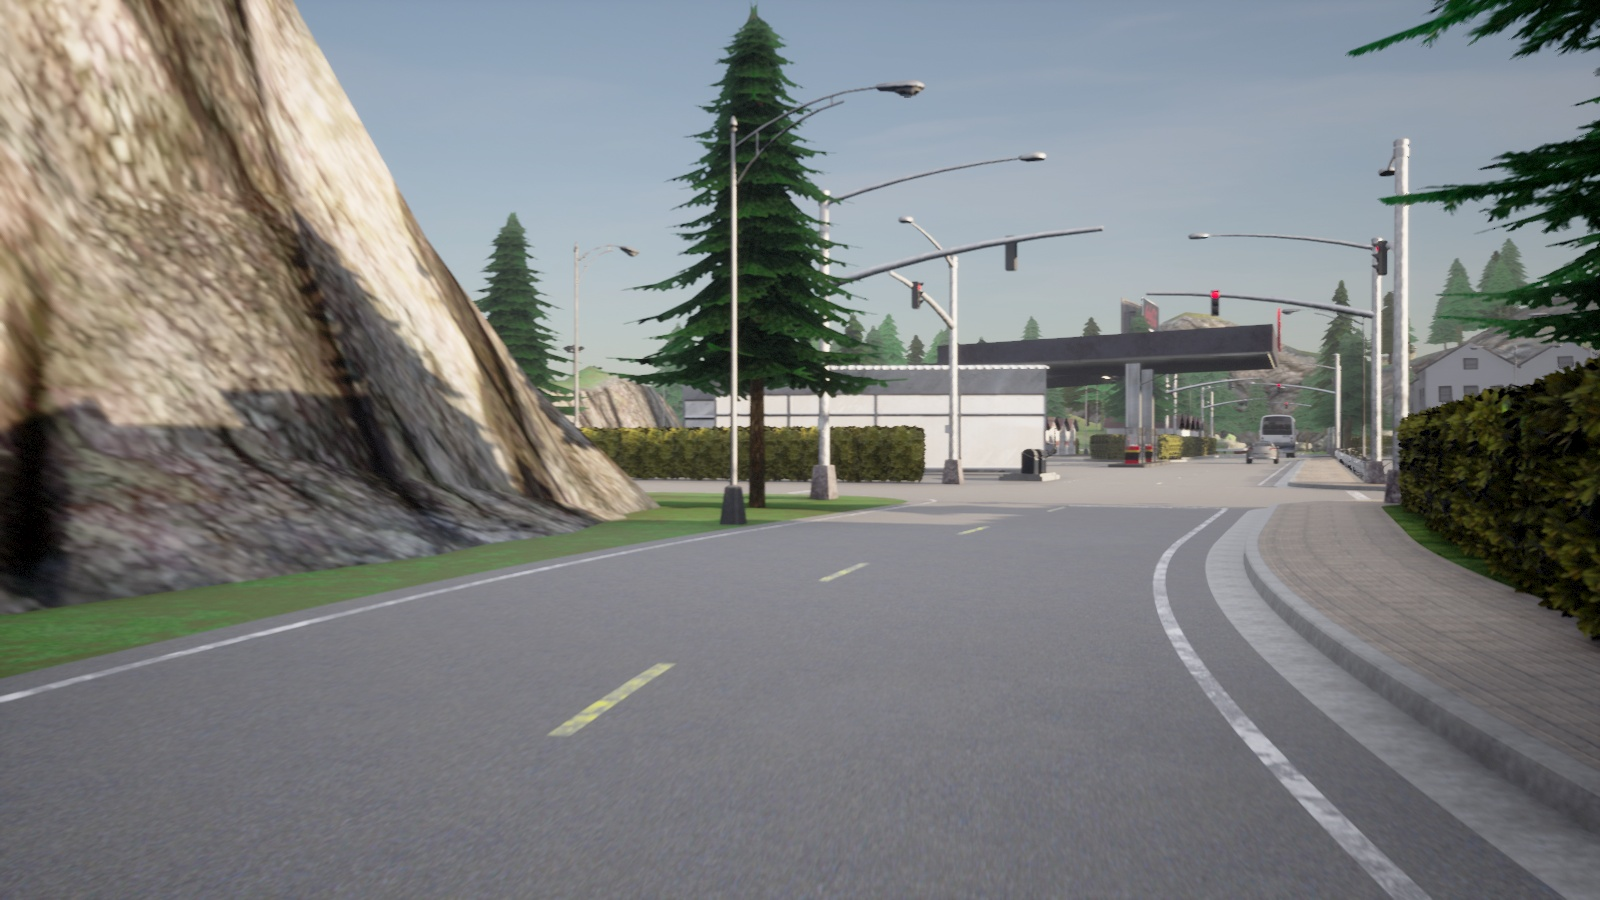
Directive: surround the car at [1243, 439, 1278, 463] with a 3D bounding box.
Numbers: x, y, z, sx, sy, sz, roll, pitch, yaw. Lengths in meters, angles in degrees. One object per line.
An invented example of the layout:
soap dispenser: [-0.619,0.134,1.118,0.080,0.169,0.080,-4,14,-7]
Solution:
car: [33.294,0.073,90.704,2.152,1.651,5.027,0,0,22]
